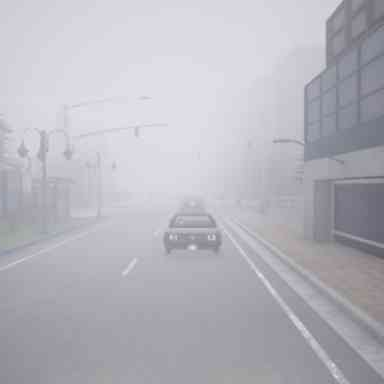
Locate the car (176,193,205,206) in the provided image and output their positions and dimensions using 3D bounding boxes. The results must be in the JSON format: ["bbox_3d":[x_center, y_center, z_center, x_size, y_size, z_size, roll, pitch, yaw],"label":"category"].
[{"bbox_3d":[0.046,0.966,28.203,2.097,1.767,4.553,0,1,0],"label":"car"}]

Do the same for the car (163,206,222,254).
[{"bbox_3d":[0.036,1.426,12.681,1.895,1.301,4.718,0,1,1],"label":"car"}]

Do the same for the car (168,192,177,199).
[{"bbox_3d":[-3.513,0.643,64.741,1.812,1.442,4.674,0,1,1],"label":"car"}]
